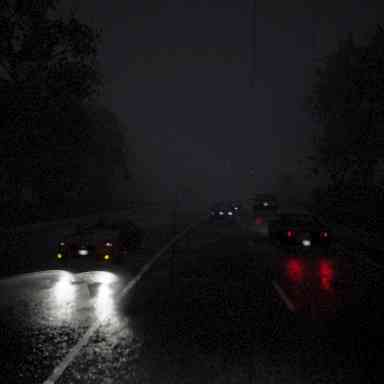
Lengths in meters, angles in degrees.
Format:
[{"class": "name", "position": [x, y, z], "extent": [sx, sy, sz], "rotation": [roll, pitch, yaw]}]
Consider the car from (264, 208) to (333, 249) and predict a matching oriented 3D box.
[{"class": "car", "position": [4.510, 1.603, 14.618], "extent": [1.895, 1.301, 4.718], "rotation": [0, 0, 6]}]

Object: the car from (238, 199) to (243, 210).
[{"class": "car", "position": [5.463, 1.513, 42.481], "extent": [1.994, 1.385, 4.181], "rotation": [0, 0, 11]}]

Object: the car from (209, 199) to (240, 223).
[{"class": "car", "position": [2.421, 1.536, 25.710], "extent": [2.033, 1.411, 5.357], "rotation": [0, 0, 9]}]

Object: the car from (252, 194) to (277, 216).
[{"class": "car", "position": [7.153, 1.211, 32.778], "extent": [2.150, 2.045, 5.566], "rotation": [0, 0, 10]}]

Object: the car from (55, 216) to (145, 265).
[{"class": "car", "position": [-2.973, 1.549, 11.580], "extent": [1.994, 1.385, 4.181], "rotation": [0, 0, 5]}]
